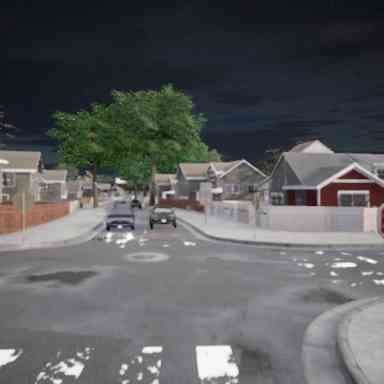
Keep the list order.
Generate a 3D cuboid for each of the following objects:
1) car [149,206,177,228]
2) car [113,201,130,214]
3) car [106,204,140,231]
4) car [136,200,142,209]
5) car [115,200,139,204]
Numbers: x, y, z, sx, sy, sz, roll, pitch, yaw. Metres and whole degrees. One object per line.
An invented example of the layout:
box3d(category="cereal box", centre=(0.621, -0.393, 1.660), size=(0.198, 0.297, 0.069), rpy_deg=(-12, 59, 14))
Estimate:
box3d(category="car", centre=(-2.180, 1.756, 24.398), size=(1.812, 1.442, 4.674), rpy_deg=(0, -1, -8))
box3d(category="car", centre=(-9.284, 1.932, 43.485), size=(1.837, 1.490, 4.892), rpy_deg=(0, 0, -16))
box3d(category="car", centre=(-4.841, 1.777, 23.062), size=(2.033, 1.411, 5.357), rpy_deg=(0, -1, -9))
box3d(category="car", centre=(-9.197, 2.009, 53.510), size=(1.837, 1.490, 4.892), rpy_deg=(0, 0, -16))
box3d(category="car", centre=(-6.748, 1.877, 33.364), size=(2.033, 1.411, 5.357), rpy_deg=(0, -1, -12))
